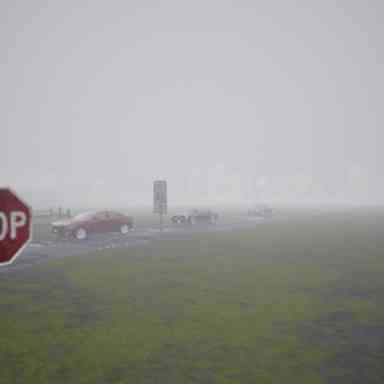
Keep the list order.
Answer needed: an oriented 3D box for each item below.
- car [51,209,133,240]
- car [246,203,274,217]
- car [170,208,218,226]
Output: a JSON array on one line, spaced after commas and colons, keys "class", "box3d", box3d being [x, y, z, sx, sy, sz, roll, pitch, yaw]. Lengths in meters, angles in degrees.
[{"class": "car", "box3d": [-5.618, 1.783, 19.259, 1.882, 1.535, 5.008, -2, -2, 35]}, {"class": "car", "box3d": [7.918, 2.042, 38.349, 1.837, 1.490, 4.892, -2, -2, 36]}, {"class": "car", "box3d": [0.233, 2.007, 27.518, 1.895, 1.301, 4.718, -2, -2, 35]}]
